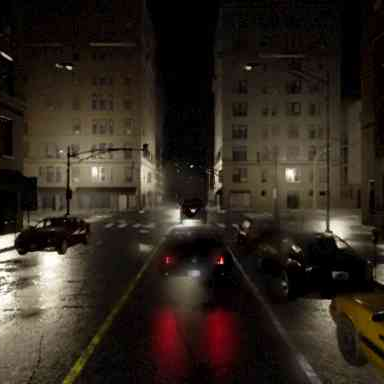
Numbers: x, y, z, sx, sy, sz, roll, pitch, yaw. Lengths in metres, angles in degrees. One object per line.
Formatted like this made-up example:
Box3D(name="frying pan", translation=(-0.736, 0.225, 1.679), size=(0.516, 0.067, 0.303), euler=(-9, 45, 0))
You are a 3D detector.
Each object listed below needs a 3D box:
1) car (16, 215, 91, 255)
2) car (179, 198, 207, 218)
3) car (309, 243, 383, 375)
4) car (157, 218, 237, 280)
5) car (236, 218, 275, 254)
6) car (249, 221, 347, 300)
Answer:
Box3D(name="car", translation=(-5.665, 1.710, 14.091), size=(1.887, 1.381, 4.507), euler=(-1, -1, 0))
Box3D(name="car", translation=(0.108, 1.551, 27.949), size=(2.150, 2.045, 5.566), euler=(0, 0, 0))
Box3D(name="car", translation=(2.868, 1.563, 3.083), size=(1.752, 1.417, 4.829), euler=(-1, -1, 0))
Box3D(name="car", translation=(0.079, 1.723, 10.343), size=(1.895, 1.301, 4.718), euler=(0, -1, 0))
Box3D(name="car", translation=(2.881, 1.748, 14.083), size=(1.802, 1.307, 4.206), euler=(-1, -1, 0))
Box3D(name="car", translation=(2.874, 1.667, 8.498), size=(1.947, 1.339, 4.313), euler=(-1, -1, 0))
